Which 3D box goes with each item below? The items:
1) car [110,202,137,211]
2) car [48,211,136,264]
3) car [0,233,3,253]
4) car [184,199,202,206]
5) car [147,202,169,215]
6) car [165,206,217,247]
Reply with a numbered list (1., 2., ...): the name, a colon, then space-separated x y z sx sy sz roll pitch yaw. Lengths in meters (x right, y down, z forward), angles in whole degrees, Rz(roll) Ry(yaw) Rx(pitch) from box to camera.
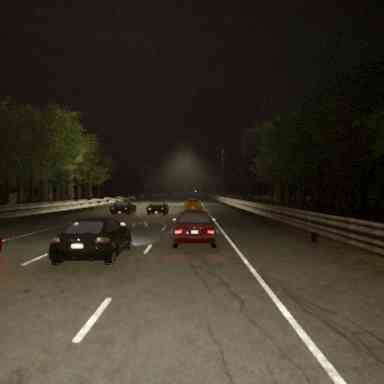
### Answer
1. car: -6.899 1.623 33.926 1.895 1.301 4.718 0 0 0
2. car: -3.404 1.576 11.860 1.994 1.385 4.181 0 0 0
3. car: -6.903 1.233 7.870 2.150 2.045 5.566 0 0 0
4. car: 0.102 1.499 37.000 1.882 1.535 5.008 0 0 0
5. car: -3.399 1.623 33.916 1.895 1.301 4.718 0 0 0
6. car: 0.100 1.562 15.119 2.033 1.411 5.357 0 0 0
